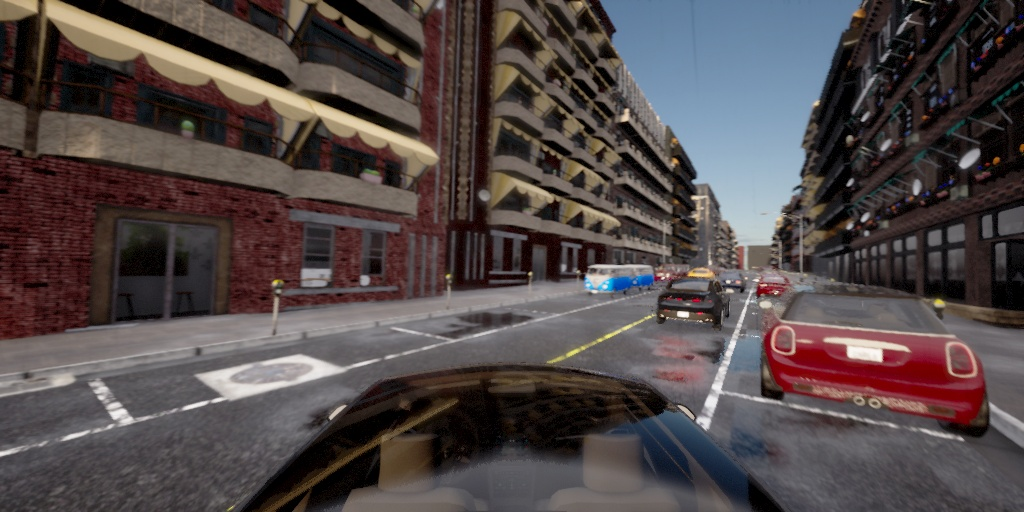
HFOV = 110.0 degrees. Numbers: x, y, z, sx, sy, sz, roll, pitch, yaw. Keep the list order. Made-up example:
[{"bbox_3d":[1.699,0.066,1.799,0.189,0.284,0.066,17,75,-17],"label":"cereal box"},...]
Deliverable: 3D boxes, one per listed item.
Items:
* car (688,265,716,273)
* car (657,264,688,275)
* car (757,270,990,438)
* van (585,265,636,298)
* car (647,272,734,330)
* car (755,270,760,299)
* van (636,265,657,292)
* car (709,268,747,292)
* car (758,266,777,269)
[{"bbox_3d":[18.396,1.955,34.869,1.882,1.535,5.008,1,-1,35],"label":"car"},{"bbox_3d":[15.039,1.725,34.428,2.192,1.841,5.009,0,0,35],"label":"car"},{"bbox_3d":[5.501,1.248,6.113,2.097,1.767,4.553,1,-1,35],"label":"car"},{"bbox_3d":[5.581,1.409,20.801,1.690,1.789,3.998,0,0,35],"label":"van"},{"bbox_3d":[6.357,1.489,12.414,1.837,1.490,4.892,1,-1,35],"label":"car"},{"bbox_3d":[15.174,1.786,20.798,1.888,1.381,4.507,0,0,35],"label":"car"},{"bbox_3d":[8.734,1.522,25.344,1.690,1.789,3.998,0,0,35],"label":"van"},{"bbox_3d":[16.407,1.887,26.895,2.033,1.411,5.357,1,-1,35],"label":"car"},{"bbox_3d":[21.486,1.910,29.879,1.967,1.591,4.097,0,0,35],"label":"car"}]
